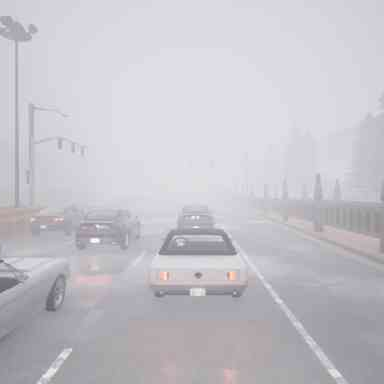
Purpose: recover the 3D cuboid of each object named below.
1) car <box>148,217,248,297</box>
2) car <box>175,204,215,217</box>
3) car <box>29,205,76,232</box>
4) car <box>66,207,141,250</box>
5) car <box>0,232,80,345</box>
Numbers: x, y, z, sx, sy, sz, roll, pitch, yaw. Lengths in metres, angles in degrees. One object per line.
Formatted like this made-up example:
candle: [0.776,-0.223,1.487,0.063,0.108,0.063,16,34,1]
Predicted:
car: [0.131,1.548,8.371,1.895,1.301,4.718,0,0,0]
car: [0.186,1.383,17.631,1.837,1.490,4.892,0,0,0]
car: [-6.843,1.405,17.537,1.812,1.442,4.674,0,0,-1]
car: [-3.338,1.411,13.908,1.837,1.490,4.892,0,0,0]
car: [-3.385,1.576,4.682,1.895,1.301,4.718,0,0,0]
